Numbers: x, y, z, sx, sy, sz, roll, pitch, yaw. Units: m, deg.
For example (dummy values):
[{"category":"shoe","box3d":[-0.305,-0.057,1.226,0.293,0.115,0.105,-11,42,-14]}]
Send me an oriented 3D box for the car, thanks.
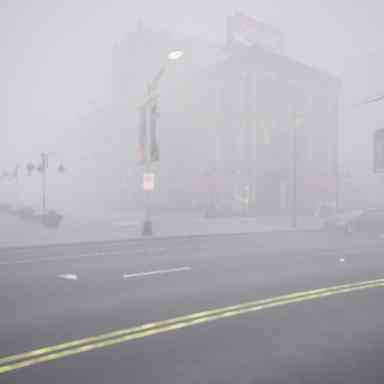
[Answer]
[{"category":"car","box3d":[9.785,1.627,19.134,4.674,1.452,2.002,0,0,-17]}]
